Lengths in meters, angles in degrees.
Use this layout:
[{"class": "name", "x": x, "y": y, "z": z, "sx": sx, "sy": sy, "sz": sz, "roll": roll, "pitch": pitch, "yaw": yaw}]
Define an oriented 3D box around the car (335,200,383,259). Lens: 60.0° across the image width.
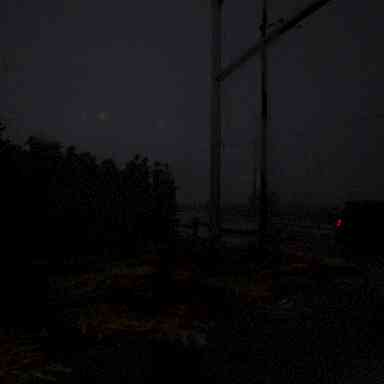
[{"class": "car", "x": 7.519, "y": 1.318, "z": 10.808, "sx": 2.150, "sy": 2.045, "sz": 5.566, "roll": 1, "pitch": 0, "yaw": -34}]
